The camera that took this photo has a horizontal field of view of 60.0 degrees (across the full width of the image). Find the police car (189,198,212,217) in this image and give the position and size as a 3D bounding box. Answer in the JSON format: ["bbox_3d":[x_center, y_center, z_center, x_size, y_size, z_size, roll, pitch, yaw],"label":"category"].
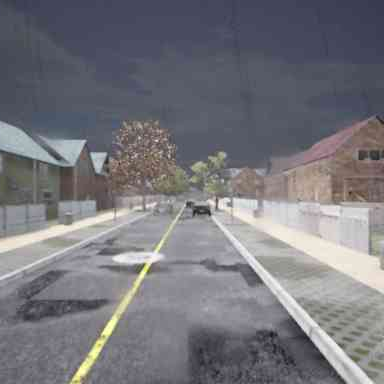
[{"bbox_3d":[0.960,1.582,33.948,1.930,1.638,5.238,0,0,0],"label":"police car"}]

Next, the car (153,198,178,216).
[{"bbox_3d":[-2.845,1.649,34.078,2.128,1.511,4.902,0,0,0],"label":"car"}]

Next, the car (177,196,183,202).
[{"bbox_3d":[-2.757,1.758,75.926,1.812,1.442,4.674,0,0,0],"label":"car"}]

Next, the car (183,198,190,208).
[{"bbox_3d":[0.001,1.726,52.140,1.882,1.535,5.008,0,0,0],"label":"car"}]

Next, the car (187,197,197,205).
[{"bbox_3d":[-0.005,1.855,67.060,1.812,1.442,4.674,0,0,0],"label":"car"}]
